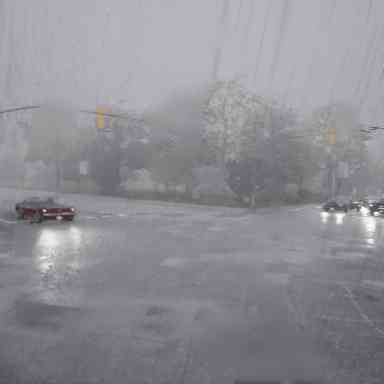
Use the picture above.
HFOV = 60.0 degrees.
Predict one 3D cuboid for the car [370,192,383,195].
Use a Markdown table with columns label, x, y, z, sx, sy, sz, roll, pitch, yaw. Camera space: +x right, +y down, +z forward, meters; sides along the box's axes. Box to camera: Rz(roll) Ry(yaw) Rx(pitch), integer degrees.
| label | x | y | z | sx | sy | sz | roll | pitch | yaw |
| --- | --- | --- | --- | --- | --- | --- | --- | --- | --- |
| car | 19.925 | 0.796 | 35.723 | 2.128 | 1.511 | 4.902 | 2 | 2 | 44 |

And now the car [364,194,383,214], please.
| label | x | y | z | sx | sy | sz | roll | pitch | yaw |
| --- | --- | --- | --- | --- | --- | --- | --- | --- | --- |
| car | 15.573 | 1.102 | 26.240 | 1.895 | 1.301 | 4.718 | 2 | 2 | 44 |

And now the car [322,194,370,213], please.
| label | x | y | z | sx | sy | sz | roll | pitch | yaw |
| --- | --- | --- | --- | --- | --- | --- | --- | --- | --- |
| car | 13.185 | 0.938 | 28.802 | 2.033 | 1.411 | 5.357 | 2 | 2 | 44 |

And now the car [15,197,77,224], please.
| label | x | y | z | sx | sy | sz | roll | pitch | yaw |
| --- | --- | --- | --- | --- | --- | --- | --- | --- | --- |
| car | -8.202 | 0.938 | 18.515 | 1.895 | 1.301 | 4.718 | -1 | 2 | -43 |
